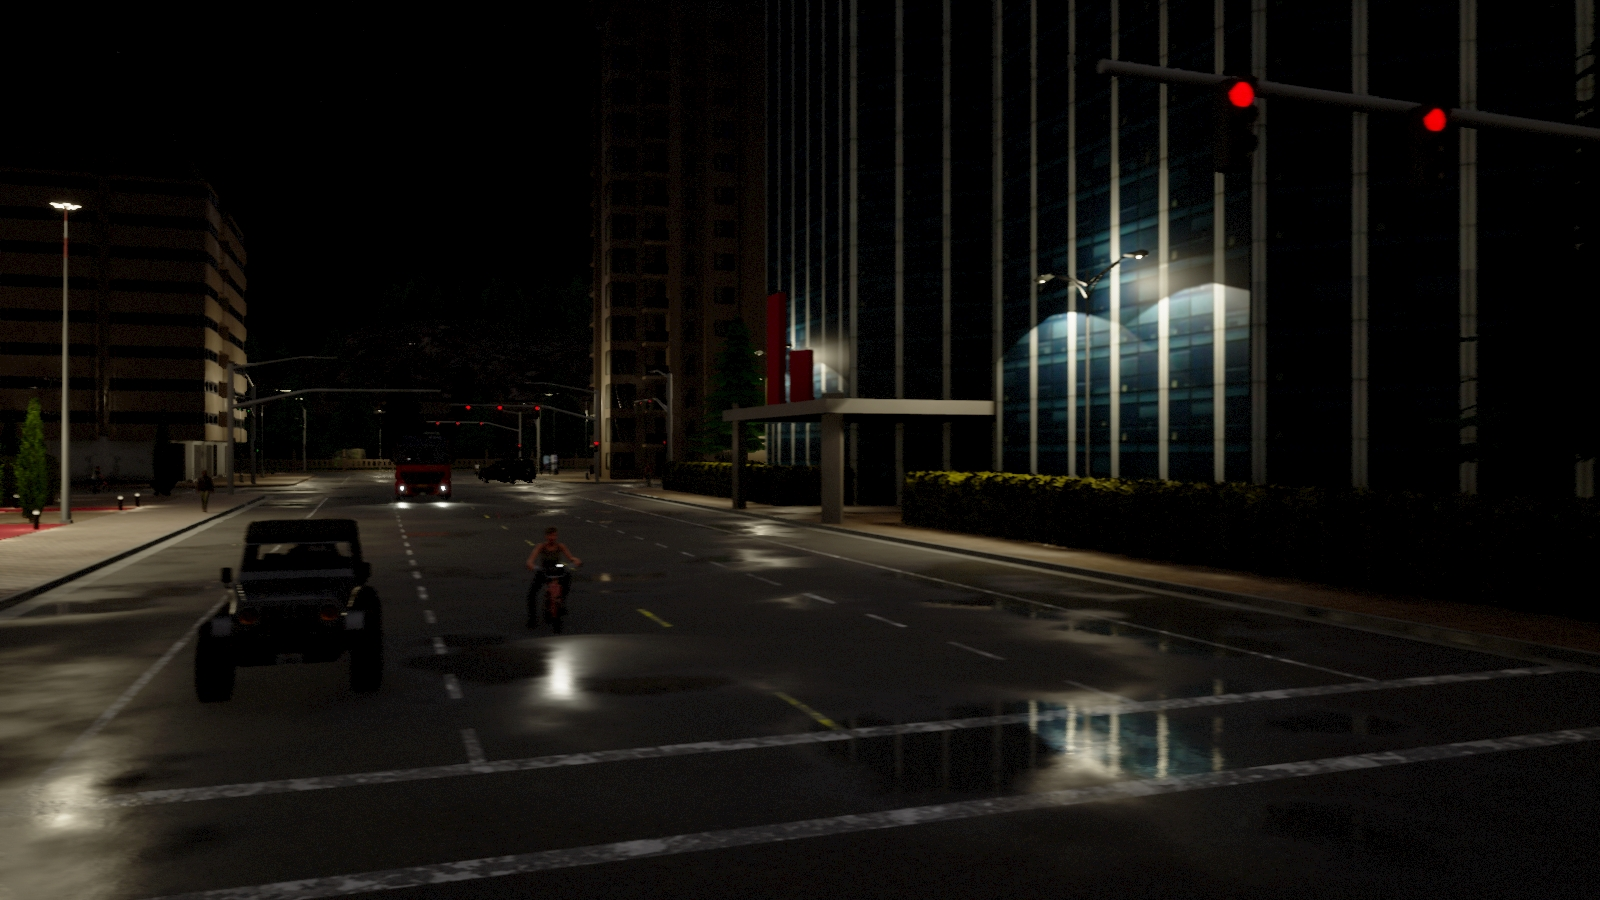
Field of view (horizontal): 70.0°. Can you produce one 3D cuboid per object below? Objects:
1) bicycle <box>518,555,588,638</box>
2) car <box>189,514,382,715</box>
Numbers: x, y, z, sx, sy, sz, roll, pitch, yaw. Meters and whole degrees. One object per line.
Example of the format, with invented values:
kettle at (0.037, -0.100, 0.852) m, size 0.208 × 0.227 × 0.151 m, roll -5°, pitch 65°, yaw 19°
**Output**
bicycle at (-3.871, 2.257, 17.853) m, size 0.859 × 1.080 × 1.487 m, roll 0°, pitch 0°, yaw -21°
car at (-6.228, 1.857, 14.203) m, size 1.905 × 1.878 × 3.866 m, roll 0°, pitch 0°, yaw -20°
